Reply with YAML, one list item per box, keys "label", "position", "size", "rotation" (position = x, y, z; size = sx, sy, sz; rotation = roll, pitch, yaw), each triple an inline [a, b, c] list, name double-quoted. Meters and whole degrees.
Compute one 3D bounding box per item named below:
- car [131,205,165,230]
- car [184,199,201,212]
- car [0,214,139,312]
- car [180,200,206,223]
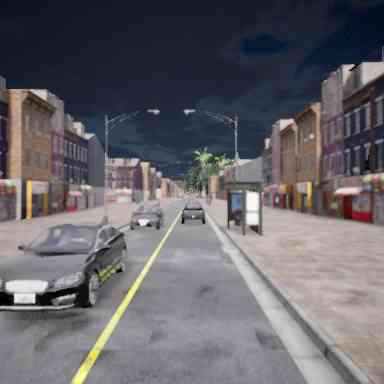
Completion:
- label: "car"
  position: [-2.822, 1.623, 21.901]
  size: [2.128, 1.511, 4.902]
  rotation: [0, 0, 0]
- label: "car"
  position: [0.106, 1.772, 43.958]
  size: [2.128, 1.511, 4.902]
  rotation: [0, 0, 0]
- label: "car"
  position: [-2.831, 1.535, 8.094]
  size: [2.128, 1.511, 4.902]
  rotation: [0, 0, 0]
- label: "car"
  position: [0.104, 1.657, 27.108]
  size: [2.128, 1.511, 4.902]
  rotation: [0, 0, 0]
